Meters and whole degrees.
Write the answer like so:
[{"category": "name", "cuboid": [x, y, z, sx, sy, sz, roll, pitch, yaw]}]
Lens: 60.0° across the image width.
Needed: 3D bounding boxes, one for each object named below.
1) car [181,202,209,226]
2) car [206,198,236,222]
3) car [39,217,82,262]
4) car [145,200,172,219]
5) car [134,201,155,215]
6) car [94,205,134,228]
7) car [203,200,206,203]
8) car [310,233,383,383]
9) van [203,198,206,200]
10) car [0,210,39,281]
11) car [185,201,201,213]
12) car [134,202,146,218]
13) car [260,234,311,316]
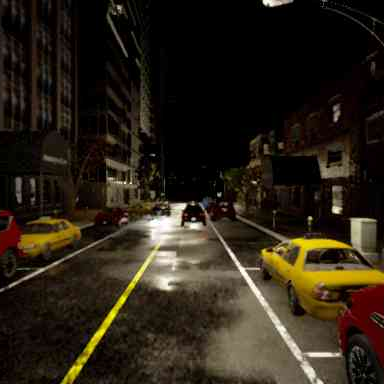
[{"category": "car", "cuboid": [0.111, 1.777, 25.885, 1.812, 1.442, 4.674, 0, -1, 0]}, {"category": "car", "cuboid": [2.687, 1.602, 29.476, 2.192, 1.841, 5.009, -1, -1, 0]}, {"category": "car", "cuboid": [-5.697, 1.649, 12.715, 1.752, 1.417, 4.829, -1, -1, 0]}, {"category": "car", "cuboid": [-3.077, 1.817, 33.616, 2.128, 1.511, 4.902, 0, -1, 0]}, {"category": "car", "cuboid": [-5.686, 1.916, 40.387, 1.752, 1.417, 4.829, -1, -1, 0]}, {"category": "car", "cuboid": [-5.692, 1.777, 23.954, 1.887, 1.381, 4.507, -1, -1, 0]}, {"category": "car", "cuboid": [2.695, 1.959, 40.541, 1.947, 1.339, 4.313, -1, -1, 0]}, {"category": "car", "cuboid": [2.675, 1.334, 1.804, 2.192, 1.841, 5.009, -1, -1, 0]}, {"category": "van", "cuboid": [2.699, 1.895, 57.146, 1.690, 1.788, 3.998, -1, -1, 0]}, {"category": "car", "cuboid": [-5.702, 1.387, 7.352, 2.192, 1.841, 5.009, -1, -1, 0]}, {"category": "car", "cuboid": [0.118, 1.978, 44.450, 2.033, 1.411, 5.357, 0, -1, 0]}, {"category": "car", "cuboid": [-5.688, 1.863, 34.853, 1.752, 1.417, 4.829, -1, -1, 0]}, {"category": "car", "cuboid": [2.681, 1.600, 7.506, 1.752, 1.417, 4.829, -1, -1, 0]}]
